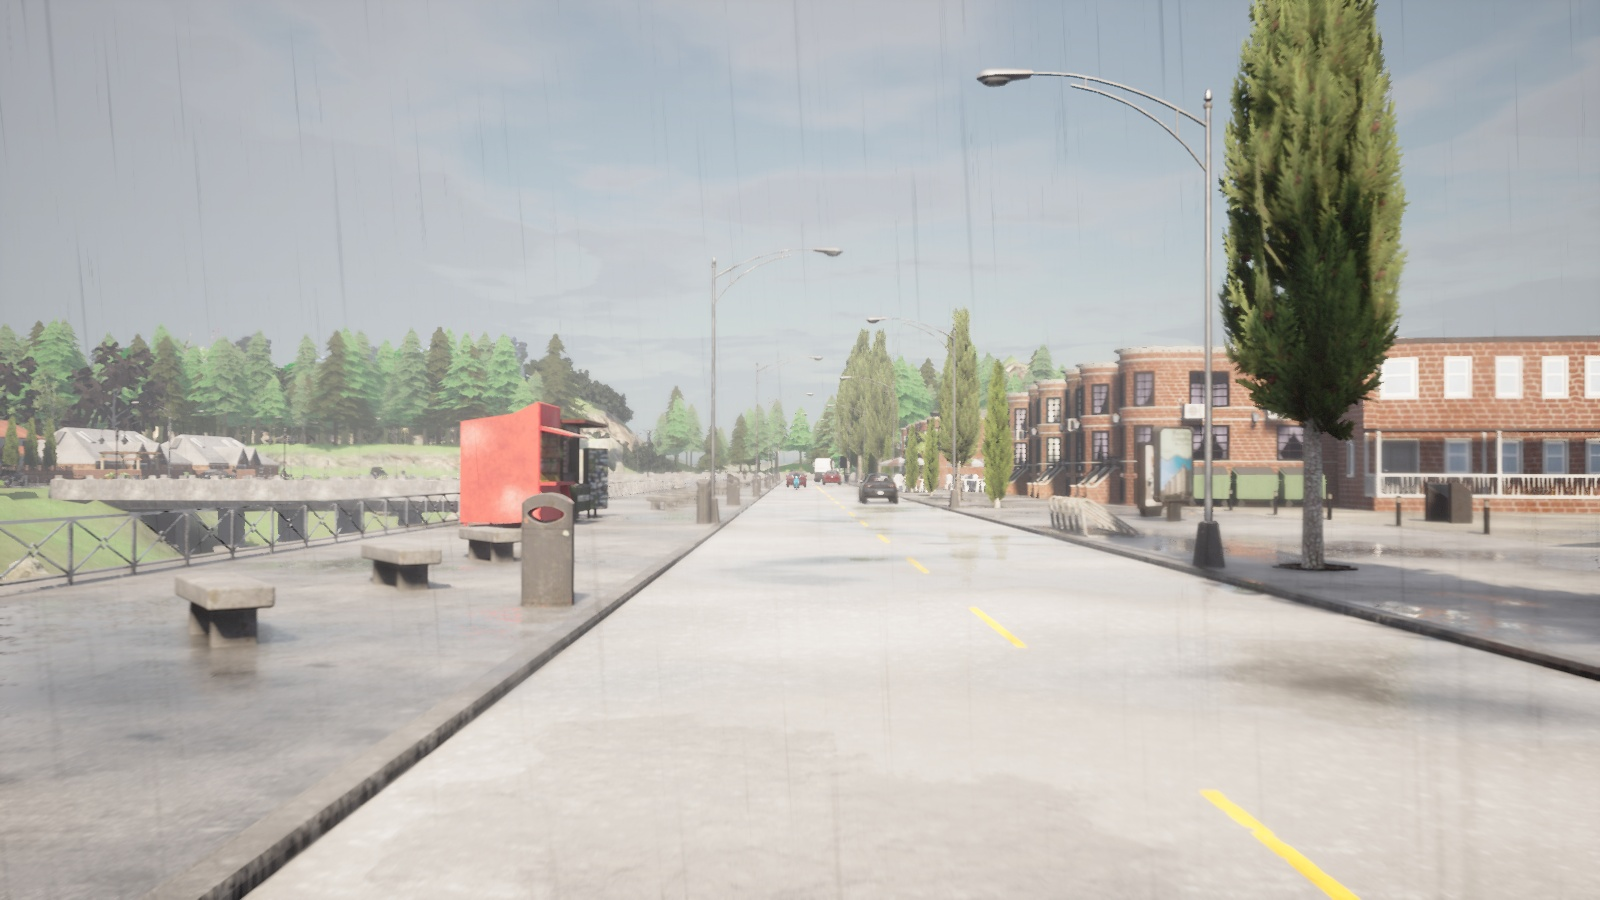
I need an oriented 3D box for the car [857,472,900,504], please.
[{"bbox_3d":[3.840,1.848,61.822,1.816,1.474,4.193,0,-1,0],"label":"car"}]
